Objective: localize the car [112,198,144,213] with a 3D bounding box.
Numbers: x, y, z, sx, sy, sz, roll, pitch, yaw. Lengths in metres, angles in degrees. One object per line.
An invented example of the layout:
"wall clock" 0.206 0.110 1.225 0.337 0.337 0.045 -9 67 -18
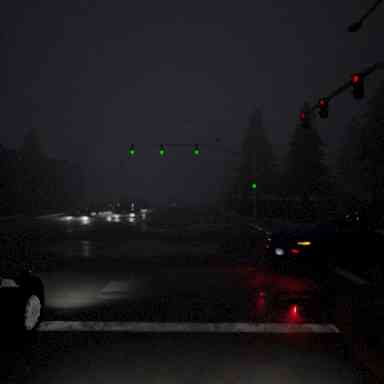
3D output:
"car" -7.117 1.431 37.370 2.097 1.767 4.553 0 0 0

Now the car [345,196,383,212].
"car" 13.085 1.268 22.111 5.566 2.045 2.150 0 0 0

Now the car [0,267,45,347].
"car" -3.411 1.514 3.747 1.837 1.490 4.892 0 0 0

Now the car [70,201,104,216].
"car" -10.615 1.596 33.312 1.812 1.442 4.674 0 0 0

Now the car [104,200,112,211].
"car" -10.613 1.690 42.410 1.895 1.301 4.718 0 0 0

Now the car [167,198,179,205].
"car" -3.436 1.692 60.969 1.994 1.385 4.181 0 0 0

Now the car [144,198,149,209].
"car" -7.098 1.603 46.511 1.837 1.490 4.892 0 0 0

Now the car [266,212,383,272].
"car" 4.475 1.549 10.821 4.674 1.442 1.812 0 -1 -32
